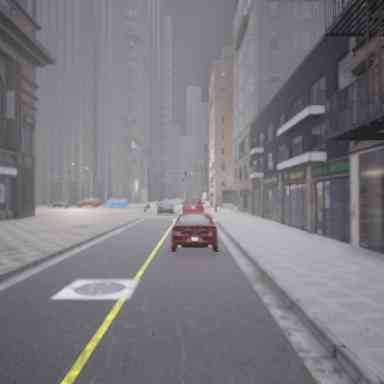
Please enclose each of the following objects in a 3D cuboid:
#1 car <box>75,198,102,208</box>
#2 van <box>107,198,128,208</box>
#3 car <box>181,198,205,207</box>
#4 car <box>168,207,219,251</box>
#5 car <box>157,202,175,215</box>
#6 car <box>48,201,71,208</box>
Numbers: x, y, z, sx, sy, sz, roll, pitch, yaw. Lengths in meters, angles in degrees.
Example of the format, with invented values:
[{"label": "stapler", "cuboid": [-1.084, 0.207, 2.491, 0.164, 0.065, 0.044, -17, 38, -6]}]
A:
[{"label": "car", "cuboid": [-20.337, 2.143, 65.548, 5.009, 1.841, 2.192, 0, -1, -1]}, {"label": "van", "cuboid": [-14.697, 2.172, 65.631, 3.998, 1.788, 1.690, 0, -1, -1]}, {"label": "car", "cuboid": [0.116, 1.607, 33.891, 2.150, 2.045, 5.566, 0, -1, 0]}, {"label": "car", "cuboid": [0.108, 1.632, 14.933, 1.882, 1.535, 5.008, 0, -1, 0]}, {"label": "car", "cuboid": [-3.058, 1.937, 39.738, 1.882, 1.535, 5.008, 0, -1, 0]}, {"label": "car", "cuboid": [-25.977, 2.390, 65.461, 4.313, 1.339, 1.947, 0, -1, -1]}]
